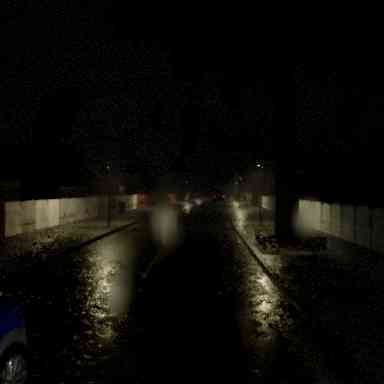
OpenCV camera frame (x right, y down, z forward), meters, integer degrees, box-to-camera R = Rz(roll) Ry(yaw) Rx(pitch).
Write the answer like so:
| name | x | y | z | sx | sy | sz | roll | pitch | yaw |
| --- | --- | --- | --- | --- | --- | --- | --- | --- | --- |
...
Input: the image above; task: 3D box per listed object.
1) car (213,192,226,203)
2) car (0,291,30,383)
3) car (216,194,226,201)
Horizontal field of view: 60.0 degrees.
| name | x | y | z | sx | sy | sz | roll | pitch | yaw |
| --- | --- | --- | --- | --- | --- | --- | --- | --- | --- |
| car | 4.953 | 0.991 | 60.681 | 2.150 | 2.045 | 5.566 | 0 | 0 | 7 |
| car | -2.784 | 1.341 | 1.619 | 2.097 | 1.767 | 4.553 | 0 | 0 | 1 |
| car | 6.166 | 1.166 | 71.003 | 1.882 | 1.535 | 5.008 | 0 | 0 | 7 |
